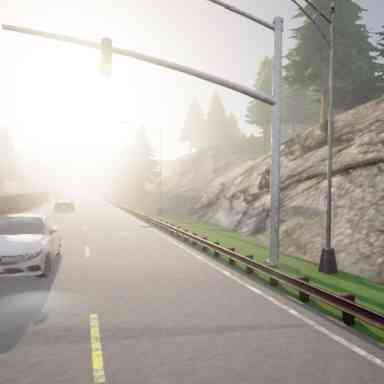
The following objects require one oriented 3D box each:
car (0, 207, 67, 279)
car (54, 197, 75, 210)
[{"bbox_3d":[-4.821,1.372,9.423,1.812,1.442,4.674,1,0,-16],"label":"car"},{"bbox_3d":[-12.904,1.142,33.781,1.895,1.301,4.718,1,0,-18],"label":"car"}]
